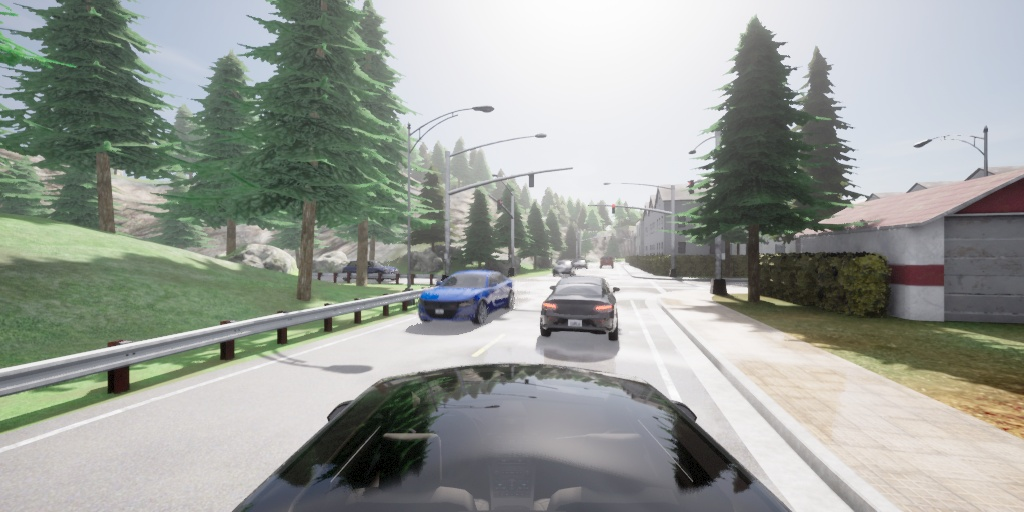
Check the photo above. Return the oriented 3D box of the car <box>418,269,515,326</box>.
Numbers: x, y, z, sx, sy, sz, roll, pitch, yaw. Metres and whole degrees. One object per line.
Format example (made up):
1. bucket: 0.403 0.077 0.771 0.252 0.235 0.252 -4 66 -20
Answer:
1. car: -1.297 1.227 12.095 1.882 1.535 5.008 0 0 16

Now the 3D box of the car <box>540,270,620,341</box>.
1. car: 1.960 1.276 9.924 1.812 1.442 4.674 0 0 15

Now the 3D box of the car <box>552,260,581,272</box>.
1. car: 5.258 1.241 35.866 2.128 1.511 4.902 0 0 17

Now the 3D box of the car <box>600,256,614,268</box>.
1. car: 16.304 0.971 61.519 2.150 2.045 5.566 0 0 16

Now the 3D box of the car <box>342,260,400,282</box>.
1. car: -11.349 1.117 29.000 4.553 1.767 2.097 0 0 15

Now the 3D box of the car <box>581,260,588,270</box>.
1. car: 10.309 1.314 53.728 1.994 1.385 4.181 0 0 16
